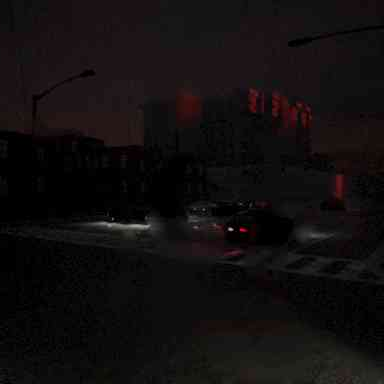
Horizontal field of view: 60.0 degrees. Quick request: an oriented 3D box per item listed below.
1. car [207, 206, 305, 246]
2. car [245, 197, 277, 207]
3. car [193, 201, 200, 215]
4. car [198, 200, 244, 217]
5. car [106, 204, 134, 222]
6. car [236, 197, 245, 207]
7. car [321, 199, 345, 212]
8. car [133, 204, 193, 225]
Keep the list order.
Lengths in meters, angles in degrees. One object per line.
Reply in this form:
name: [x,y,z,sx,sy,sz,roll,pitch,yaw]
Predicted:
car: [3.332,1.598,15.585,2.033,1.411,5.357,-1,0,44]
car: [8.777,1.486,40.854,2.097,1.767,4.553,-1,0,36]
car: [0.945,1.688,35.910,1.812,1.442,4.674,-1,0,35]
car: [2.933,1.735,32.690,1.895,1.301,4.718,-1,0,36]
car: [-4.640,1.710,28.104,2.033,1.411,5.357,-1,0,35]
car: [6.562,1.514,43.768,2.097,1.767,4.553,-1,0,36]
car: [16.926,1.553,39.922,1.882,1.535,5.008,-1,0,35]
car: [-2.121,1.698,25.600,1.994,1.385,4.181,-1,0,36]
